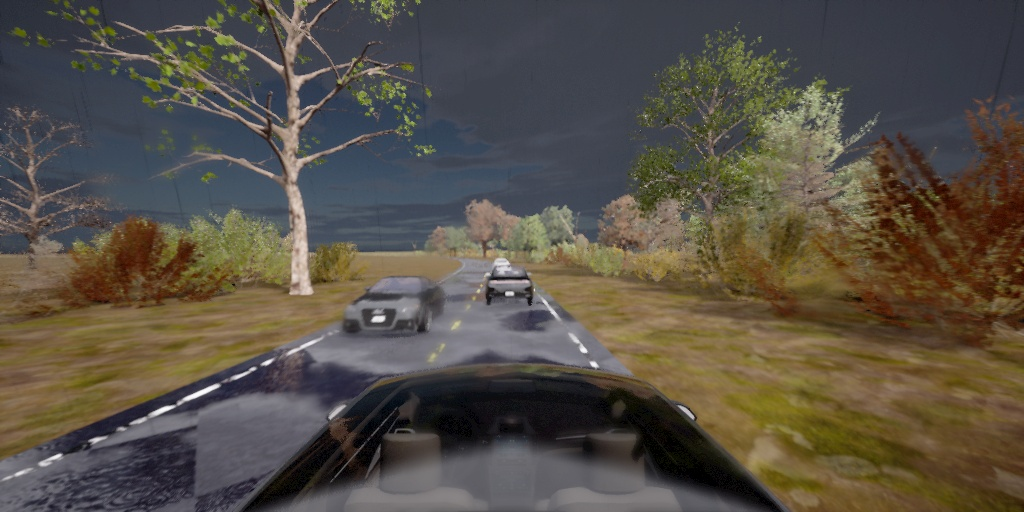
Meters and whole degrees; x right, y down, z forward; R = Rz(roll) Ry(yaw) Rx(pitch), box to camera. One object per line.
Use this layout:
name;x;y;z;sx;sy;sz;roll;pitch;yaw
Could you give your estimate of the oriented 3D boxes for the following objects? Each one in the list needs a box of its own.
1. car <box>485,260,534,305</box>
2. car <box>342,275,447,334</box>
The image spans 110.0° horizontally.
car;-0.129;1.129;15.364;2.128;1.511;4.902;0;1;-1
car;-3.122;1.256;10.294;1.994;1.385;4.181;0;0;-1
